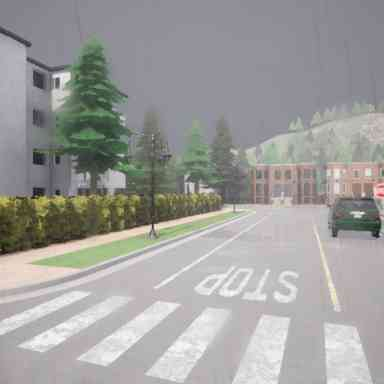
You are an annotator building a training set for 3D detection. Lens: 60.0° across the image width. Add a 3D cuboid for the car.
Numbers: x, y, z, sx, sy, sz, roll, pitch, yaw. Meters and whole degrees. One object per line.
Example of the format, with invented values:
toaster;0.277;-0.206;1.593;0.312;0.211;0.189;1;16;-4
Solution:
car;8.664;1.255;18.119;2.150;2.045;5.566;1;0;19
